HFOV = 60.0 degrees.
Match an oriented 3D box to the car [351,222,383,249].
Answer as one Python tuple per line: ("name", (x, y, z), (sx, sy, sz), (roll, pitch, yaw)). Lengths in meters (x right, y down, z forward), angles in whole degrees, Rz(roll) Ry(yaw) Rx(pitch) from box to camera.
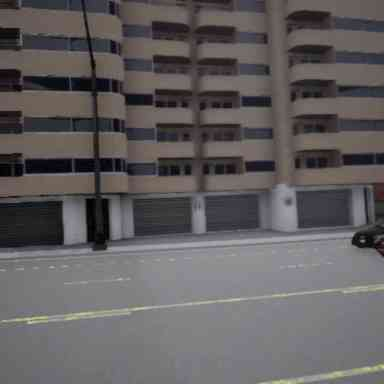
("car", (9.477, 1.910, 15.121), (4.181, 1.385, 1.994), (-2, -3, -12))

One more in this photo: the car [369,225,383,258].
("car", (8.947, 1.807, 11.440), (4.718, 1.301, 1.895), (-2, -3, -12))
